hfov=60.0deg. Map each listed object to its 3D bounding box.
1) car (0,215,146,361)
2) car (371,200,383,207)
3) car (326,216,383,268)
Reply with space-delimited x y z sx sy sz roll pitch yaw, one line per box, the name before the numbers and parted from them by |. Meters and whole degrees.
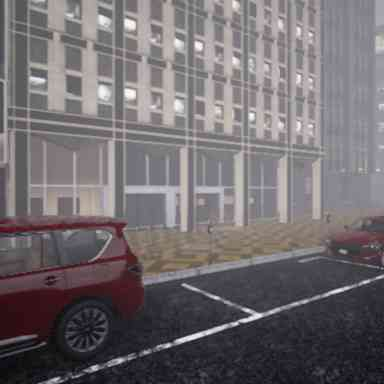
car | -3.030 1.316 4.392 5.009 1.841 2.192 0 1 -35
car | 22.388 1.203 43.725 1.752 1.417 4.829 0 0 -36
car | 6.236 1.475 10.999 4.507 1.381 1.887 0 1 -35
